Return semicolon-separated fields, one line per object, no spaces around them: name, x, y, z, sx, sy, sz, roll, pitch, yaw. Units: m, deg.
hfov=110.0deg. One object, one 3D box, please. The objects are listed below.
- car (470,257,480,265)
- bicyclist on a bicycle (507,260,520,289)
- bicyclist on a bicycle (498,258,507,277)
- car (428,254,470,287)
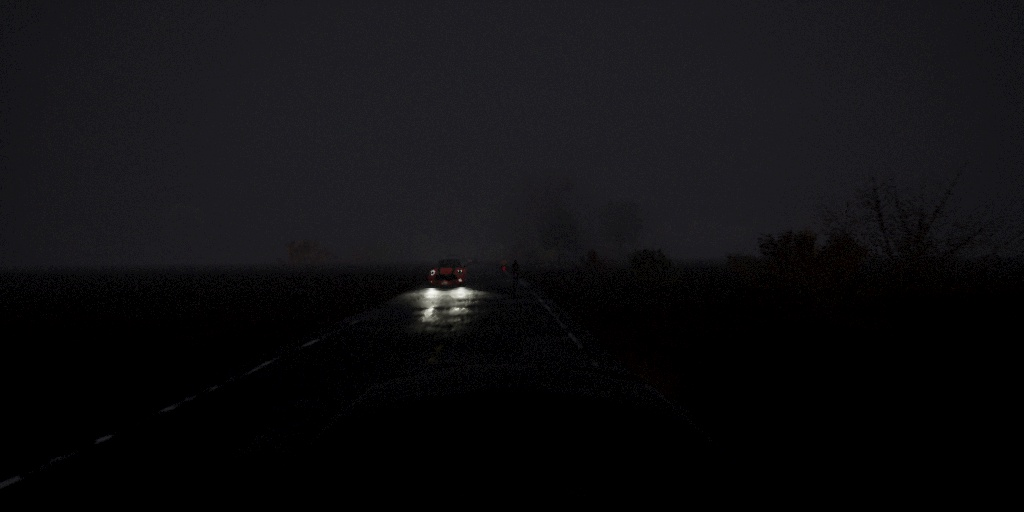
car;-6.647;0.805;61.371;2.033;1.411;5.357;-1;1;-12
bicyclist on a bicycle;0.205;1.032;20.114;0.582;1.620;1.656;0;0;-4
bicyclist on a bicycle;-0.700;0.929;30.262;0.866;1.612;1.509;-1;1;-6
car;-3.937;0.937;22.582;2.097;1.767;4.553;0;1;-5
